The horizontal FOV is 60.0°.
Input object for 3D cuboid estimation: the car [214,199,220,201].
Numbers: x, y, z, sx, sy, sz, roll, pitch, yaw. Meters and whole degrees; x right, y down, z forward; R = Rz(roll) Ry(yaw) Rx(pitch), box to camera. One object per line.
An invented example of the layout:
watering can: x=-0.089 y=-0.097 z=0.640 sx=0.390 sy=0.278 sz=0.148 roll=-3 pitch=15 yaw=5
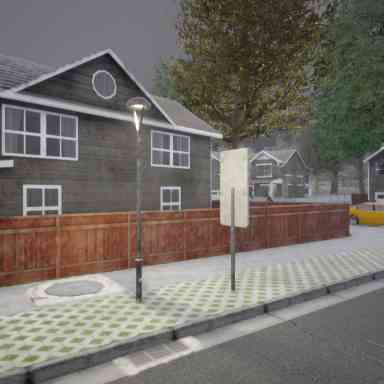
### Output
car: x=3.202 y=1.312 z=28.292 sx=5.008 sy=1.535 sz=1.882 roll=1 pitch=1 yaw=43

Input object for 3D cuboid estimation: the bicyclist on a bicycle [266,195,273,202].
bicyclist on a bicycle: x=7.508 y=1.130 z=32.287 sx=0.582 sy=1.620 sz=1.656 roll=1 pitch=1 yaw=43

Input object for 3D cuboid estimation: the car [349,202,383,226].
car: x=11.665 y=1.399 z=20.399 sx=5.008 sy=1.535 sz=1.882 roll=1 pitch=0 yaw=43
